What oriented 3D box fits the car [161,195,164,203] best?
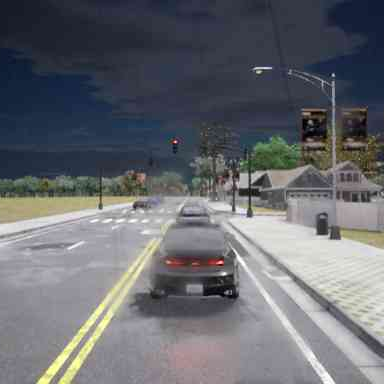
[{"bbox_3d":[-6.639,1.356,65.664,2.097,1.767,4.553,0,0,0],"label":"car"}]

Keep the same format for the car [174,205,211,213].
[{"bbox_3d":[0.045,1.501,18.746,2.128,1.511,4.902,0,0,-2],"label":"car"}]

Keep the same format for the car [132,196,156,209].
[{"bbox_3d":[-6.655,1.556,45.161,2.033,1.411,5.357,0,0,3],"label":"car"}]

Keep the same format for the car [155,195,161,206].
[{"bbox_3d":[-6.672,1.481,55.360,1.882,1.535,5.008,0,0,0],"label":"car"}]

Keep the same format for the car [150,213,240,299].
[{"bbox_3d":[0.070,1.510,8.476,1.837,1.490,4.892,0,0,1],"label":"car"}]
